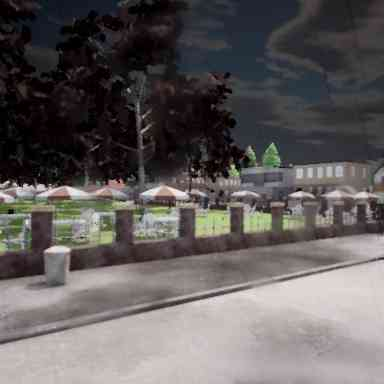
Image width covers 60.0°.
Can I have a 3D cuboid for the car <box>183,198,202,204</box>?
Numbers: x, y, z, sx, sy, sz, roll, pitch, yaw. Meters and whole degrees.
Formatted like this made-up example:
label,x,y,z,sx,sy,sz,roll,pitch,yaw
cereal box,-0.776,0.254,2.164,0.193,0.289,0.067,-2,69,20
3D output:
label,x,y,z,sx,sy,sz,roll,pitch,yaw
car,0.333,1.909,62.183,2.033,1.411,5.357,1,0,-35
